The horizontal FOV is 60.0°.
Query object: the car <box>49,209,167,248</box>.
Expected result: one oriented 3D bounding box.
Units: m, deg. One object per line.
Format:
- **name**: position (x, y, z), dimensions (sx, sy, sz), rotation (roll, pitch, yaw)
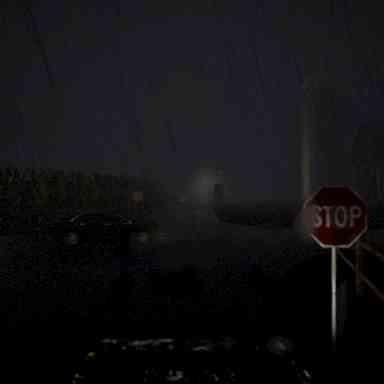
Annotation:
- **car**: position (-3.529, 1.531, 14.342), dimensions (4.892, 1.490, 1.837), rotation (0, 0, -4)
